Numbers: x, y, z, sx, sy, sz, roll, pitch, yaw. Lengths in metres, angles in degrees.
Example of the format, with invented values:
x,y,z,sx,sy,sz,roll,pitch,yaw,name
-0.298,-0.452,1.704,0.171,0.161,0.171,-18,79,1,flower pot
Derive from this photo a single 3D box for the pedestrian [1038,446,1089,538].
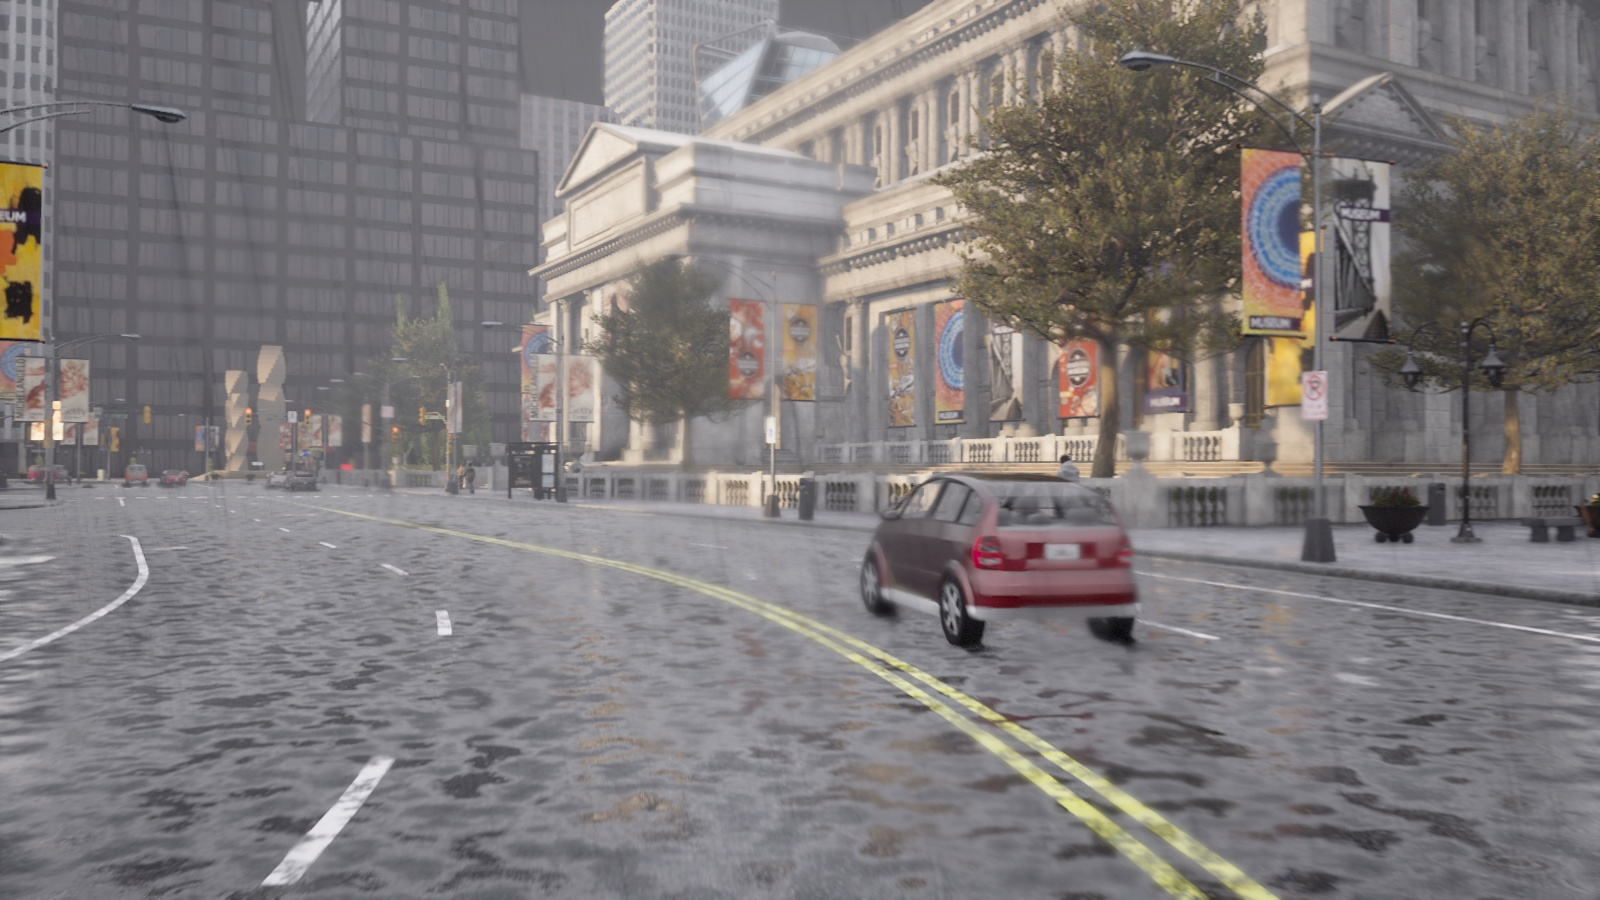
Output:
x,y,z,sx,sy,sz,roll,pitch,yaw,name
5.682,0.898,27.133,0.659,1.952,0.873,0,-1,-26,pedestrian

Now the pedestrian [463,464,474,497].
x,y,z,sx,sy,sz,roll,pitch,yaw,name
-19.506,1.803,73.861,0.396,1.930,0.692,1,-1,-40,pedestrian

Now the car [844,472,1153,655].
x,y,z,sx,sy,sz,roll,pitch,yaw,name
1.809,0.997,12.704,1.789,1.549,3.705,0,-1,-14,car
